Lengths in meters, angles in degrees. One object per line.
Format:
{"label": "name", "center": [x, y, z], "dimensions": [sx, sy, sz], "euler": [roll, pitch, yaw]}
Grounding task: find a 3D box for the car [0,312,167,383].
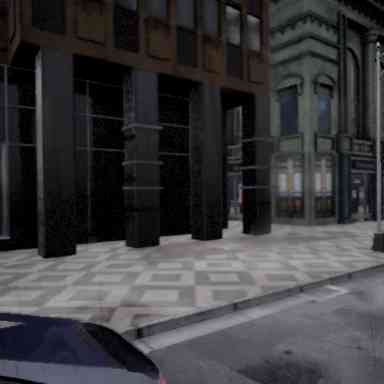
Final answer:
{"label": "car", "center": [-2.136, 1.564, 1.854], "dimensions": [4.181, 1.385, 1.994], "euler": [0, 0, -36]}
